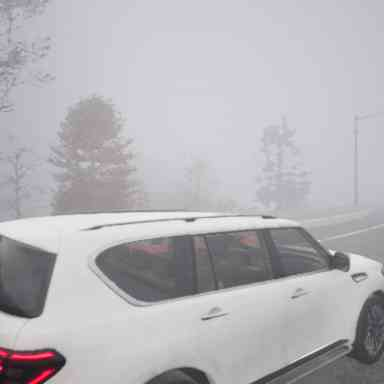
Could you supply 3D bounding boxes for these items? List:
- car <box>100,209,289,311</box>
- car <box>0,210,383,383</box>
[{"bbox_3d":[0.230,1.408,8.573,4.553,1.767,2.097,0,0,-38],"label":"car"},{"bbox_3d":[0.387,1.249,4.155,5.566,2.045,2.150,0,0,-37],"label":"car"}]
